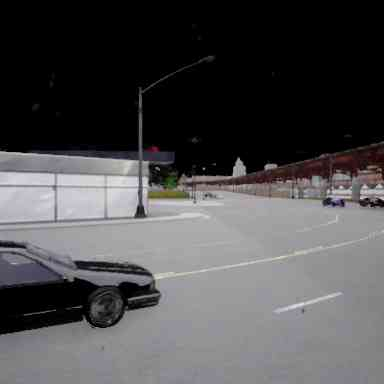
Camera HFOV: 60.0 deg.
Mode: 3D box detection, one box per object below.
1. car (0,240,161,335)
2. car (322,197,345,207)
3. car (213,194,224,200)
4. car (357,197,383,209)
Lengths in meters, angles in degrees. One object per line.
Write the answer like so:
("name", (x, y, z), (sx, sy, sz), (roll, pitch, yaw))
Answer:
("car", (-3.280, 1.544, 5.462), (5.357, 1.411, 2.033), (0, 0, -27))
("car", (20.886, 1.503, 49.200), (1.812, 1.442, 4.674), (0, 0, -1))
("car", (8.036, 1.477, 95.145), (1.812, 1.442, 4.674), (0, 0, -3))
("car", (24.413, 1.484, 45.466), (1.837, 1.490, 4.892), (0, 0, 0))
